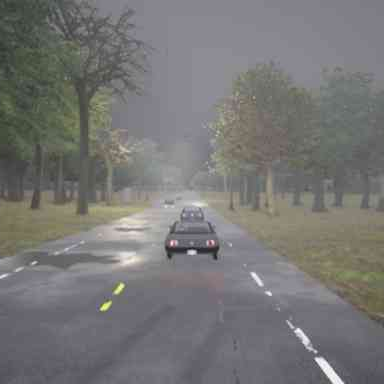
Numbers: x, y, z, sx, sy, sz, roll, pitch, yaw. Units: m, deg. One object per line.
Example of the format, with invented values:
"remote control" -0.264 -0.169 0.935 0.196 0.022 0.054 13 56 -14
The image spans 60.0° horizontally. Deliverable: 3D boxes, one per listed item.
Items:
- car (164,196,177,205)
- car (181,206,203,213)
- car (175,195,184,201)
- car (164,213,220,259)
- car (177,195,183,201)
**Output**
"car" -4.495 1.915 66.023 1.994 1.385 4.181 0 0 -6
"car" 0.027 1.876 28.241 1.895 1.301 4.718 0 0 0
"car" -3.464 1.607 92.734 2.128 1.511 4.902 0 0 0
"car" 0.021 1.739 13.252 1.895 1.301 4.718 0 -1 0
"car" -3.329 1.578 85.203 1.882 1.535 5.008 0 0 -2
